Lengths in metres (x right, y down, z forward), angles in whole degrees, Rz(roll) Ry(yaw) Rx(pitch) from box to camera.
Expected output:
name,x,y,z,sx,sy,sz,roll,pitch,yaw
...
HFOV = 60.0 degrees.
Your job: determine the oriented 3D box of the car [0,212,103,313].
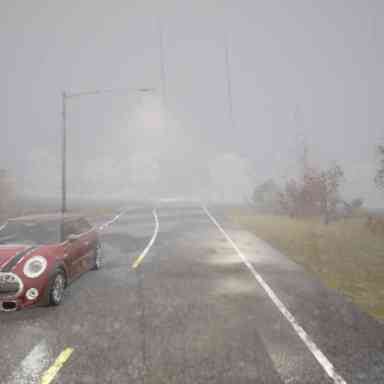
name,x,y,z,sx,sy,sz,roll,pitch,yaw
car,-3.660,1.353,7.916,2.097,1.767,4.553,0,0,-1
